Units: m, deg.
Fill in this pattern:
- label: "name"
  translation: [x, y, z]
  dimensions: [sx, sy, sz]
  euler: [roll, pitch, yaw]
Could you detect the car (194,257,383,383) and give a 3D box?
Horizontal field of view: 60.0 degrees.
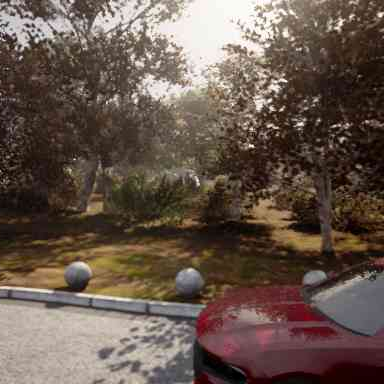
- label: "car"
  translation: [2.515, 1.470, 3.520]
  dimensions: [5.008, 1.535, 1.882]
  euler: [0, 1, 2]
